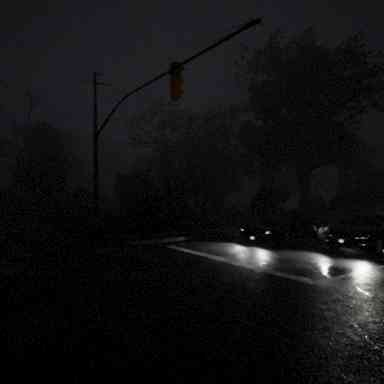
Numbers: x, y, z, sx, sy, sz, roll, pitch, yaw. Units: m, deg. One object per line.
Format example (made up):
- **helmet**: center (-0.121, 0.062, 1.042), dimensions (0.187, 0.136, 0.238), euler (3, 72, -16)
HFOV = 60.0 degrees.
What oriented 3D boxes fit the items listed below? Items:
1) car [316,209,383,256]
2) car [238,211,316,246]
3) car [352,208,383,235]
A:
- **car**: center (7.441, 1.605, 13.590), dimensions (4.892, 1.490, 1.837), euler (2, -1, -35)
- **car**: center (4.653, 1.629, 15.934), dimensions (5.357, 1.411, 2.033), euler (1, -1, -39)
- **car**: center (12.657, 1.848, 21.607), dimensions (5.008, 1.535, 1.882), euler (3, -2, -35)
